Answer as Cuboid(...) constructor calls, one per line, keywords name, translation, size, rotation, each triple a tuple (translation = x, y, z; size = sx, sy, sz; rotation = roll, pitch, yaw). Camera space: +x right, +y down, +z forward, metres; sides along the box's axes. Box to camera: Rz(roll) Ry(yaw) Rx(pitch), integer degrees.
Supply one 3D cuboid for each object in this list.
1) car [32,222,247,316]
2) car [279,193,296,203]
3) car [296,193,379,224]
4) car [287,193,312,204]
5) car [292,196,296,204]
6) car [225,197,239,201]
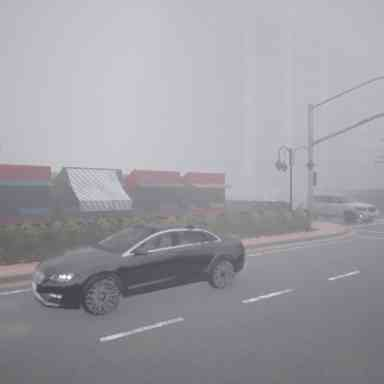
Cuboid(name="car", translation=(-0.924, 1.491, 7.599), size=(4.902, 1.511, 2.128), rotation=(0, 0, -35))
Cuboid(name="car", translation=(16.632, 1.114, 57.399), size=(1.905, 1.878, 3.866), rotation=(0, 0, -36))
Cuboid(name="car", translation=(10.759, 1.168, 24.628), size=(2.150, 2.045, 5.566), rotation=(0, 0, -29))
Cuboid(name="car", translation=(19.024, 1.114, 59.110), size=(1.905, 1.878, 3.866), rotation=(0, 0, -36))
Cuboid(name="car", translation=(11.836, 1.436, 29.671), size=(2.128, 1.511, 4.902), rotation=(0, 0, -36))
Cuboid(name="car", translation=(3.958, 1.297, 34.527), size=(2.097, 1.767, 4.553), rotation=(0, 0, -36))
